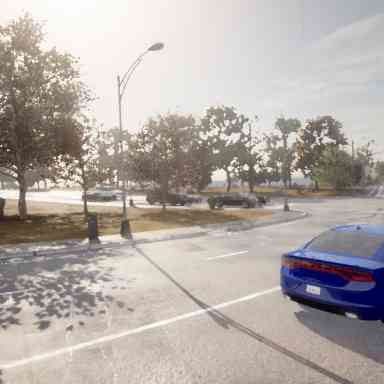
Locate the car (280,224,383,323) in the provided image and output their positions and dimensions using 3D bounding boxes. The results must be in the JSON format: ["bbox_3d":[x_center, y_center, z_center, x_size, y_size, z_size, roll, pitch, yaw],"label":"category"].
[{"bbox_3d":[3.919,1.424,7.047,5.008,1.535,1.882,-1,1,-39],"label":"car"}]

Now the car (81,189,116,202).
[{"bbox_3d":[-13.544,0.705,47.339,4.718,1.301,1.895,2,4,33],"label":"car"}]

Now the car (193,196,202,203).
[{"bbox_3d":[-1.025,0.787,43.266,4.718,1.301,1.895,1,3,33],"label":"car"}]

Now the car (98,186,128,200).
[{"bbox_3d":[-12.294,0.136,50.685,5.566,2.045,2.150,3,4,34],"label":"car"}]

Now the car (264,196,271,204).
[{"bbox_3d":[6.569,0.799,38.265,4.718,1.301,1.895,0,2,33],"label":"car"}]

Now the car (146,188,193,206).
[{"bbox_3d":[-3.093,0.569,40.422,5.566,2.045,2.150,1,3,34],"label":"car"}]

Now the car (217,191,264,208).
[{"bbox_3d":[4.795,0.711,35.223,4.553,1.767,2.097,0,2,33],"label":"car"}]
